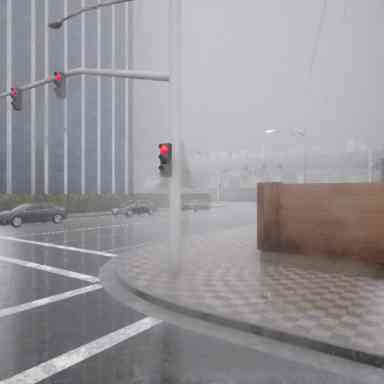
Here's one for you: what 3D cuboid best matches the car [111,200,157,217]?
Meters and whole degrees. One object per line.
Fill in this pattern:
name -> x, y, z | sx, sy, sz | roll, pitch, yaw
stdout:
car -> -5.313, 1.492, 30.980 | 2.128, 1.511, 4.902 | 0, 0, 35

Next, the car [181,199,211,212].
car -> 0.465, 1.564, 39.084 | 1.994, 1.385, 4.181 | 0, 0, 35

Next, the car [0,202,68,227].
car -> -11.024, 1.505, 22.952 | 1.837, 1.490, 4.892 | 0, 0, 35
